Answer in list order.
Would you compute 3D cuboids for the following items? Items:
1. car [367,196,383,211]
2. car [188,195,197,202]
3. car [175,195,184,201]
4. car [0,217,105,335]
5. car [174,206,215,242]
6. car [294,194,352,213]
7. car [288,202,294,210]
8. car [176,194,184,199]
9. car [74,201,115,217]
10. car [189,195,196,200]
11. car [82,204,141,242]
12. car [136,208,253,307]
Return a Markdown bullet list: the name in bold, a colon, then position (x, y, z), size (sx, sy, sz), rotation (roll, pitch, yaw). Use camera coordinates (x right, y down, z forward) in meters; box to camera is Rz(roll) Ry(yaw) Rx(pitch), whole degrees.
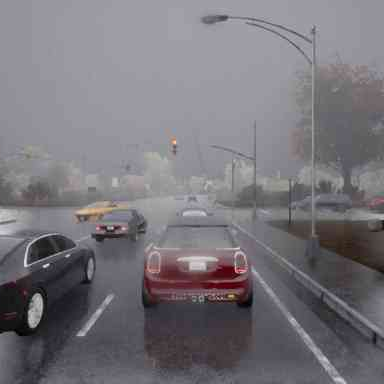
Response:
- **car**: position (23.859, 1.212, 39.432), size (5.566, 2.045, 2.150), rotation (0, 0, 3)
- **car**: position (0.072, 1.500, 75.570), size (1.837, 1.490, 4.892), rotation (0, 0, 0)
- **car**: position (-3.415, 1.545, 85.354), size (1.994, 1.385, 4.181), rotation (0, 0, 0)
- **car**: position (-3.393, 1.505, 6.699), size (1.837, 1.490, 4.892), rotation (0, 0, 0)
- **car**: position (0.116, 1.526, 17.152), size (1.812, 1.442, 4.674), rotation (0, 0, 0)
- **car**: position (14.500, 1.221, 36.439), size (5.566, 2.045, 2.150), rotation (0, 0, 3)
- **car**: position (14.024, 1.504, 39.974), size (4.892, 1.490, 1.837), rotation (0, 0, 3)
- **car**: position (-3.365, 1.402, 95.380), size (1.994, 1.385, 4.181), rotation (0, 0, 1)
- **car**: position (-6.819, 1.477, 24.680), size (1.882, 1.535, 5.008), rotation (-1, 0, 12)
- **car**: position (0.136, 1.524, 95.385), size (1.812, 1.442, 4.674), rotation (0, 0, 1)
- **car**: position (-3.387, 1.547, 16.358), size (2.033, 1.411, 5.357), rotation (0, 0, 0)
- **car**: position (0.107, 1.352, 8.112), size (2.097, 1.767, 4.553), rotation (0, 0, 0)
